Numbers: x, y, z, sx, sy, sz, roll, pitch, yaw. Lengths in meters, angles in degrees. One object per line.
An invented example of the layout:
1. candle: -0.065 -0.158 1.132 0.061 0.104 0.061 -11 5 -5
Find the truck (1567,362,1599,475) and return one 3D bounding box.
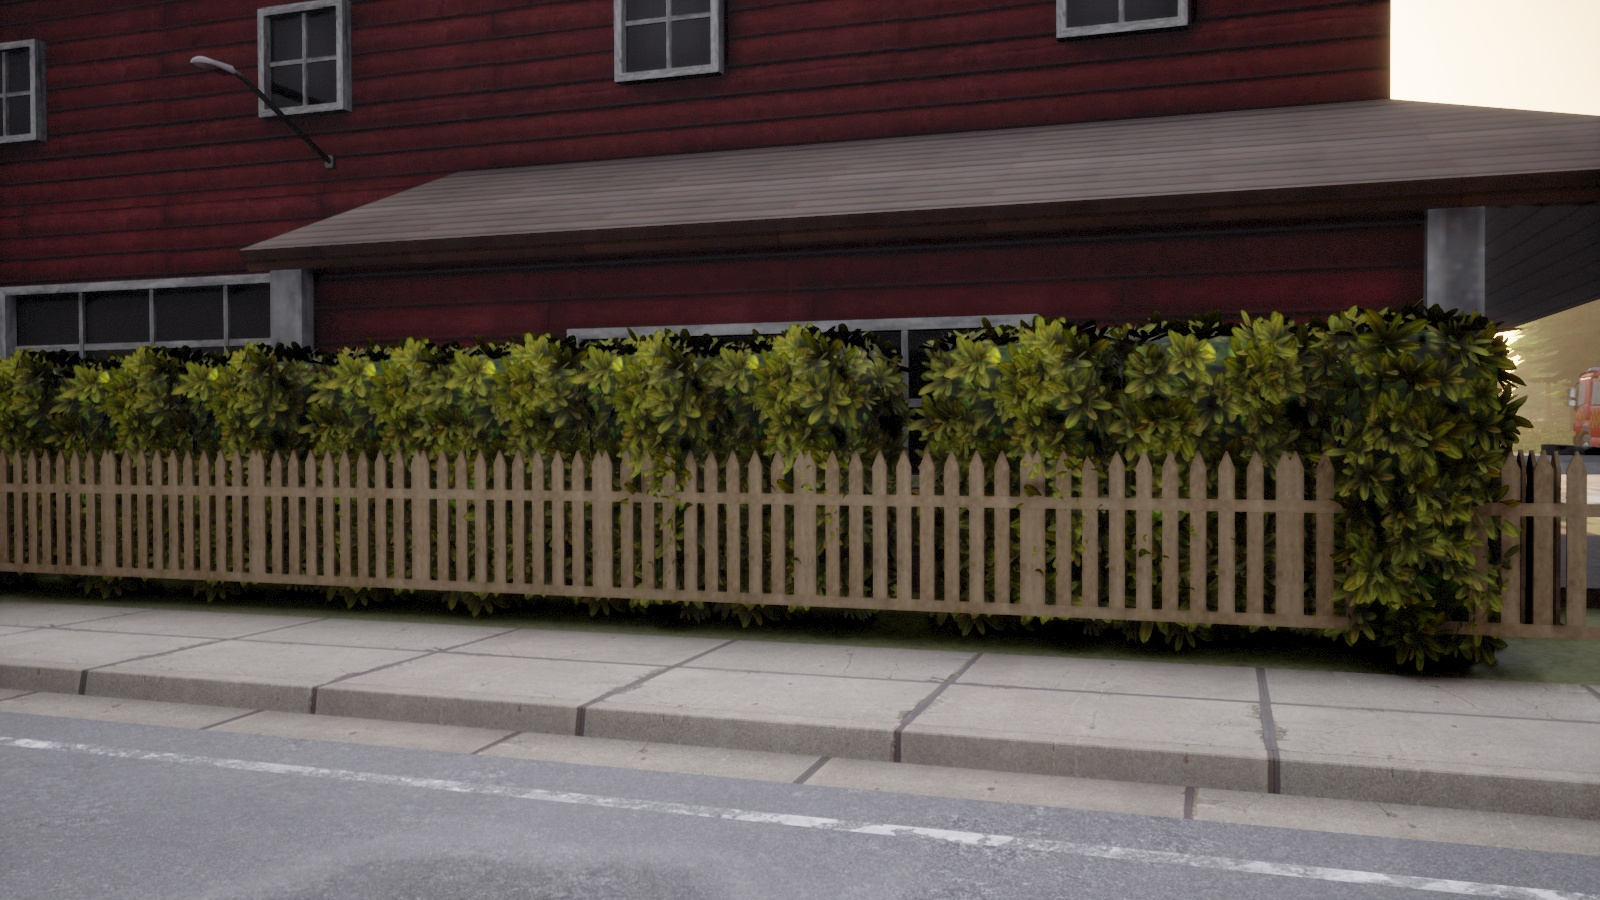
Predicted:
1. truck: 28.440 -1.047 41.998 2.891 3.827 8.468 1 1 19
